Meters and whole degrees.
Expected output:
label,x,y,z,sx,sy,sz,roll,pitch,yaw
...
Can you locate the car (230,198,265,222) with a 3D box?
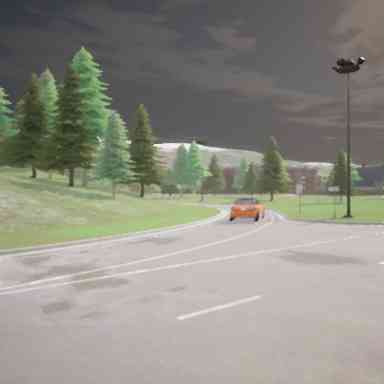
label,x,y,z,sx,sy,sz,roll,pitch,yaw
car,4.341,1.234,25.691,2.097,1.767,4.553,0,0,19
